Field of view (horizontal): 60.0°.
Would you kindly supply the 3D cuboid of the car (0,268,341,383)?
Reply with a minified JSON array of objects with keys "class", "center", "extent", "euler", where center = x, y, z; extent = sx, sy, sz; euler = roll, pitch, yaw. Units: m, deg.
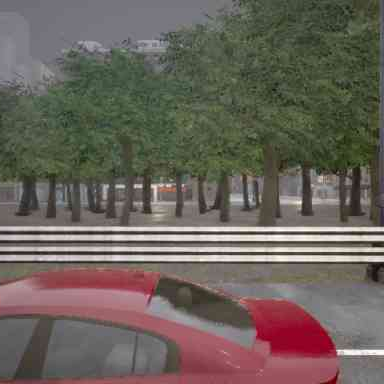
[{"class":"car","center":[-1.301,1.495,2.951],"extent":[5.008,1.535,1.882],"euler":[0,0,1]}]
